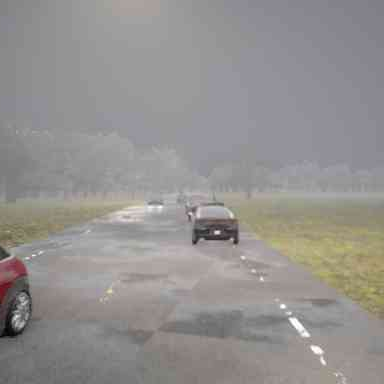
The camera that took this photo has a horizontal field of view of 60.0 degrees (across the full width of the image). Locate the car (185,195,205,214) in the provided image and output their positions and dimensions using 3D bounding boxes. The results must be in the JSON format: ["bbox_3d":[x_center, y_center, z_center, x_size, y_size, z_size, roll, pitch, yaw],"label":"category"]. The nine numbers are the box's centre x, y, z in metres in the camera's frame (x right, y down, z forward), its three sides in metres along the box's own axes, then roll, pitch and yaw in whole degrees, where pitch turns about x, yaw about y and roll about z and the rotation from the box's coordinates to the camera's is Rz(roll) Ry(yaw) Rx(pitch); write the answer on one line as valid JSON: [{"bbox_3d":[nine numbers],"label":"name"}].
[{"bbox_3d":[0.624,1.230,24.939,1.882,1.535,5.008,0,1,-2],"label":"car"}]

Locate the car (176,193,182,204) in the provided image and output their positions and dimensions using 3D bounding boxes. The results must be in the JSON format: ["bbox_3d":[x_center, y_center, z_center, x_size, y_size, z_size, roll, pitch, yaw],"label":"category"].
[{"bbox_3d":[-1.409,1.001,51.394,2.128,1.511,4.902,0,1,-2],"label":"car"}]

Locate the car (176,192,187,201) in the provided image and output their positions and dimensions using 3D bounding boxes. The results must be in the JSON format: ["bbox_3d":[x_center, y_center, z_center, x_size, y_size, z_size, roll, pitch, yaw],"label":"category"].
[{"bbox_3d":[-2.049,0.852,66.251,2.128,1.511,4.902,0,1,-2],"label":"car"}]

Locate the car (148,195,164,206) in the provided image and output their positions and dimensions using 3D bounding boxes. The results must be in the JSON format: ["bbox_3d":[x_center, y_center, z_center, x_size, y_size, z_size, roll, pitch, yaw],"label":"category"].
[{"bbox_3d":[-4.774,1.140,44.499,1.994,1.385,4.181,0,1,-2],"label":"car"}]

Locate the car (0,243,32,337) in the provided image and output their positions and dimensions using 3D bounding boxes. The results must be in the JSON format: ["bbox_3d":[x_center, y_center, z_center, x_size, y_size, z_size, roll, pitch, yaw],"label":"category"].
[{"bbox_3d":[-3.624,1.321,3.459,2.097,1.767,4.553,0,1,0],"label":"car"}]

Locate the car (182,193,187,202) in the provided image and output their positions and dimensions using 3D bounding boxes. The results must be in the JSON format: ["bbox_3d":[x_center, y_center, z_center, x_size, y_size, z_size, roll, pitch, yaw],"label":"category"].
[{"bbox_3d":[0.396,1.045,30.922,2.097,1.767,4.553,0,1,-2],"label":"car"}]

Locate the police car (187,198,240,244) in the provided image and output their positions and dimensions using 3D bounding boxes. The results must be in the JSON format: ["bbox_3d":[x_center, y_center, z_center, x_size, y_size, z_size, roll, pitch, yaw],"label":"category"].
[{"bbox_3d":[0.894,1.273,15.015,1.930,1.638,5.238,0,1,-1],"label":"police car"}]
